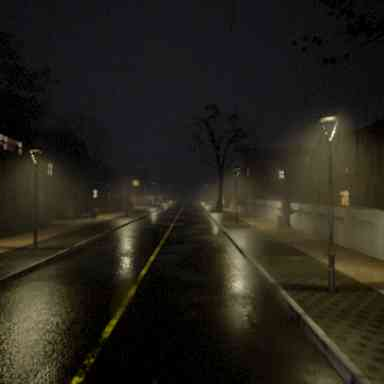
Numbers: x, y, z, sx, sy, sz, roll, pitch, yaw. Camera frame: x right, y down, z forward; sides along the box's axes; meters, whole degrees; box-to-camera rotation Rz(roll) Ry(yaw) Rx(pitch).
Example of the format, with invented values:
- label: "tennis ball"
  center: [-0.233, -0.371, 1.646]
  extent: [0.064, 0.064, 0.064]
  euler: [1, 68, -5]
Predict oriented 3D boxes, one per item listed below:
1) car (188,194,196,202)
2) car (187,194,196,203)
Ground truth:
- label: "car"
  center: [-0.127, 1.619, 92.637]
  extent: [2.150, 2.045, 5.566]
  euler: [0, 0, 0]
- label: "car"
  center: [-0.112, 1.902, 82.166]
  extent: [2.033, 1.411, 5.357]
  euler: [0, 0, 0]
